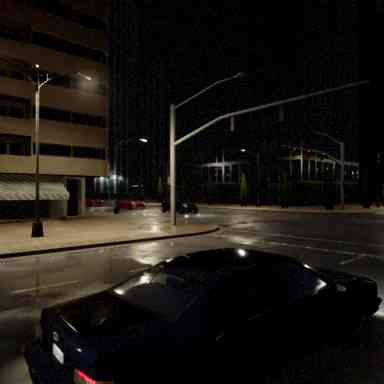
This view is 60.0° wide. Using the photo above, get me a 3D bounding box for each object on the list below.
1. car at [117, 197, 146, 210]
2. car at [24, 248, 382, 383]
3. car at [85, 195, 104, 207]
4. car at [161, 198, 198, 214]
[{"bbox_3d":[-7.966,1.404,43.338,2.097,1.767,4.553,0,0,-42],"label":"car"},{"bbox_3d":[0.690,1.547,4.698,5.357,1.411,2.033,0,0,-39],"label":"car"},{"bbox_3d":[-15.466,1.403,51.690,2.097,1.767,4.553,0,0,-42],"label":"car"},{"bbox_3d":[-1.375,1.404,36.017,2.097,1.767,4.553,0,0,-42],"label":"car"}]
